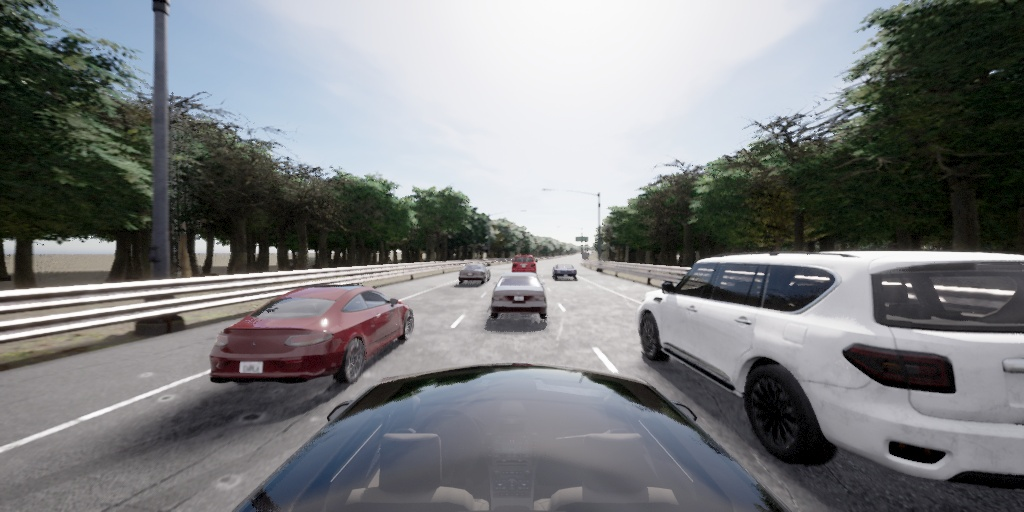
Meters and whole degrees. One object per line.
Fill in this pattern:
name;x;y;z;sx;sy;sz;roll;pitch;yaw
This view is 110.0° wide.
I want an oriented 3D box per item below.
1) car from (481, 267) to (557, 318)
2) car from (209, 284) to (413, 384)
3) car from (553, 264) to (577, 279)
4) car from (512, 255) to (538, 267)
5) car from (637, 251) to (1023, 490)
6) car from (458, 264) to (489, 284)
car;0.258;1.289;13.006;2.033;1.411;5.357;0;0;1
car;-3.347;1.271;6.933;1.812;1.442;4.674;0;0;0
car;4.634;1.336;32.201;1.895;1.301;4.718;0;0;4
car;1.158;0.953;32.658;2.150;2.045;5.566;0;0;4
car;3.640;0.973;5.068;2.150;2.045;5.566;0;0;0
car;-2.706;1.279;26.661;2.033;1.411;5.357;0;0;3
